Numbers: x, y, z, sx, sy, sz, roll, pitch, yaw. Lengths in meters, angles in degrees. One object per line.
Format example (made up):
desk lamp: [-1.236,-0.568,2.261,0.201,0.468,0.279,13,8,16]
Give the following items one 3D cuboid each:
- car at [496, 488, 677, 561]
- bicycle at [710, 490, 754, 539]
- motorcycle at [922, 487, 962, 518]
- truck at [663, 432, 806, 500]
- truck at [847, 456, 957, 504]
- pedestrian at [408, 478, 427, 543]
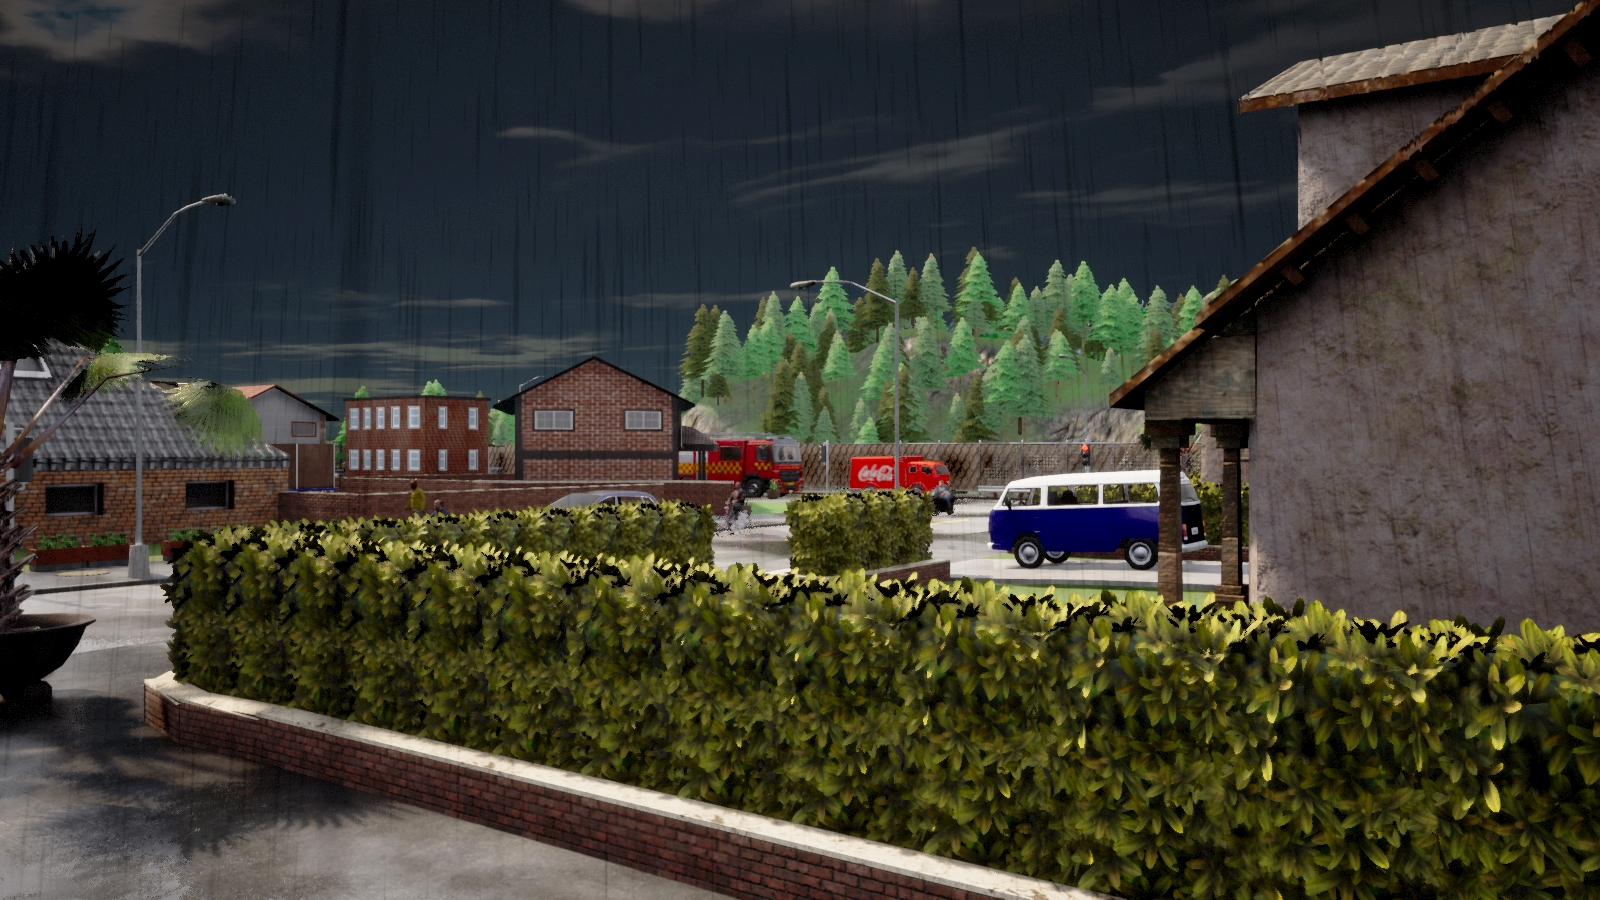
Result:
car: [-5.756,1.958,31.296,2.242,1.667,4.611,0,0,35]
bicycle: [-2.150,2.051,36.493,0.329,1.471,1.835,0,0,35]
motorcycle: [5.910,2.177,47.577,0.803,1.199,2.033,-1,0,35]
truck: [-3.977,0.872,67.648,8.468,3.827,2.891,0,0,35]
truck: [5.450,1.565,61.059,5.204,2.467,2.627,-1,0,35]
pedestrian: [-10.993,1.732,32.811,0.375,1.860,0.375,0,0,34]
